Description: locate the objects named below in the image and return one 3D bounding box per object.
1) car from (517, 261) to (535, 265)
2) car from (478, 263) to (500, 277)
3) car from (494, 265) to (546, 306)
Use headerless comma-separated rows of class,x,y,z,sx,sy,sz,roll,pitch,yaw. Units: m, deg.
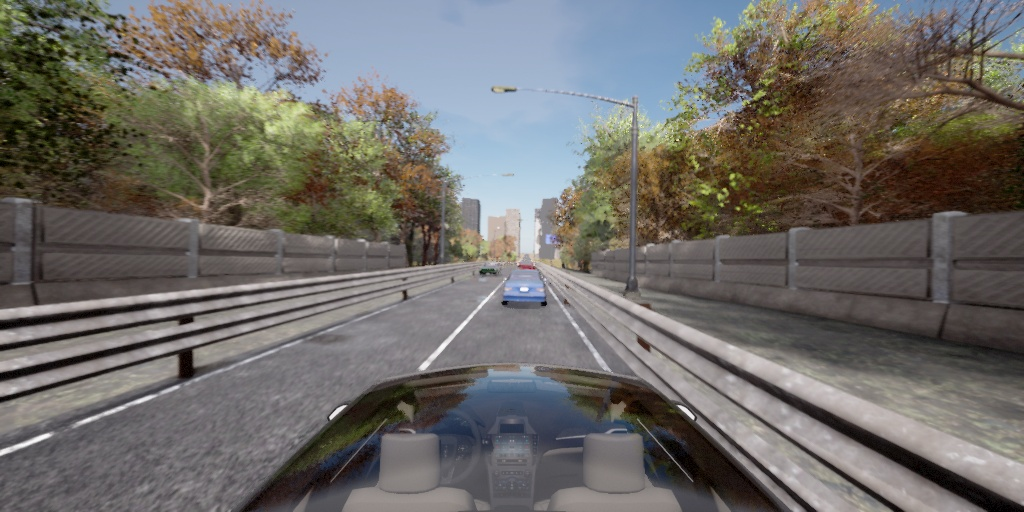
car,1.576,1.310,40.361,1.882,1.535,5.008,1,0,2
car,-2.095,1.338,34.825,1.895,1.301,4.718,1,0,3
car,0.566,1.315,16.089,2.033,1.411,5.357,1,0,2
